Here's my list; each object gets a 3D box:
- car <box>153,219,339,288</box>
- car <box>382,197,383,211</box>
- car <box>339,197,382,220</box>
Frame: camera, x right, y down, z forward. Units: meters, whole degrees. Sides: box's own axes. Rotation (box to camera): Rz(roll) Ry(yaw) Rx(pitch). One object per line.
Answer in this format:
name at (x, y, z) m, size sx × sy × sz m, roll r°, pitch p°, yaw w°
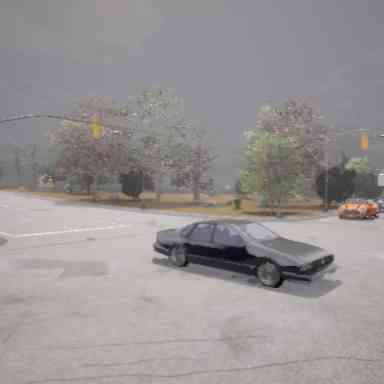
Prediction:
car at (1.165, 1.515, 9.463) m, size 5.357 × 1.411 × 2.033 m, roll 0°, pitch 0°, yaw 43°
car at (21.137, 1.269, 36.031) m, size 2.097 × 1.767 × 4.553 m, roll 0°, pitch 0°, yaw 40°
car at (13.910, 1.282, 27.701) m, size 2.097 × 1.767 × 4.553 m, roll 0°, pitch 0°, yaw 42°
